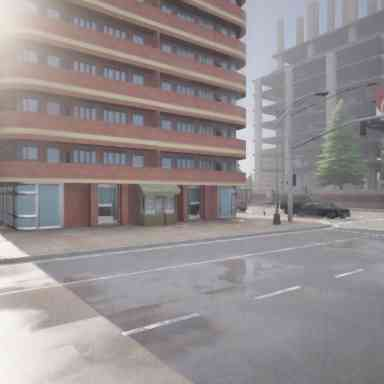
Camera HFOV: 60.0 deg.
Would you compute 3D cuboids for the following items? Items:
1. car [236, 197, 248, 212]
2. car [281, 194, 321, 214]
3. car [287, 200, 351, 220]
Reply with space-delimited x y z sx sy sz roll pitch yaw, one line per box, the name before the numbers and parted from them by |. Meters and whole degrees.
car | 3.874 1.220 37.795 2.150 2.045 5.566 0 0 -36
car | 11.523 1.219 33.307 2.150 2.045 5.566 0 0 -37
car | 10.871 1.601 28.242 1.895 1.301 4.718 0 0 -36
